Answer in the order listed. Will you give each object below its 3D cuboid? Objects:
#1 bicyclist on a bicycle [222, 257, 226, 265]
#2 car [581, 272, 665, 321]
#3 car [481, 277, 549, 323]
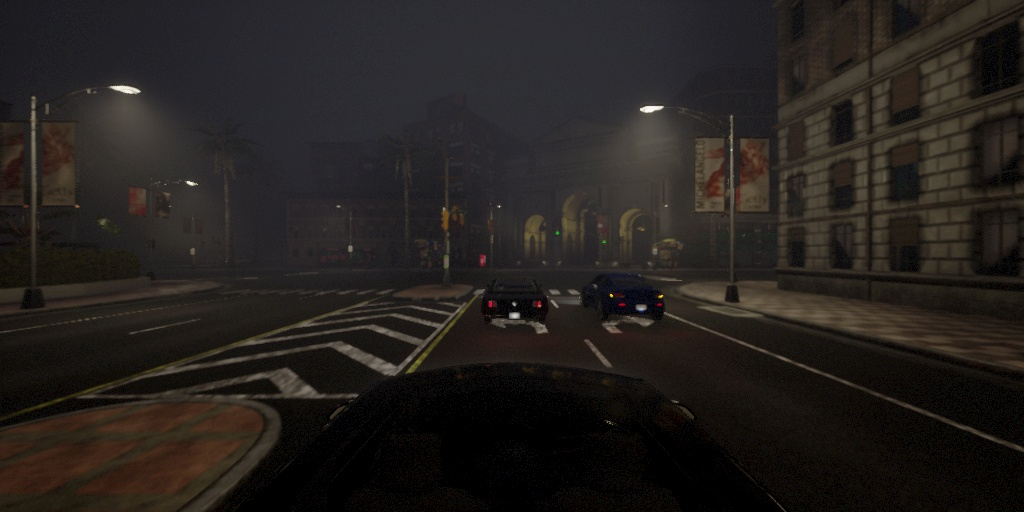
[{"bbox_3d":[-38.394,0.950,48.278,0.582,1.620,1.656,0,0,0],"label":"bicyclist on a bicycle"},{"bbox_3d":[3.589,1.254,12.217,1.812,1.442,4.674,0,0,0],"label":"car"},{"bbox_3d":[0.083,1.329,11.941,1.895,1.301,4.718,0,0,0],"label":"car"}]
